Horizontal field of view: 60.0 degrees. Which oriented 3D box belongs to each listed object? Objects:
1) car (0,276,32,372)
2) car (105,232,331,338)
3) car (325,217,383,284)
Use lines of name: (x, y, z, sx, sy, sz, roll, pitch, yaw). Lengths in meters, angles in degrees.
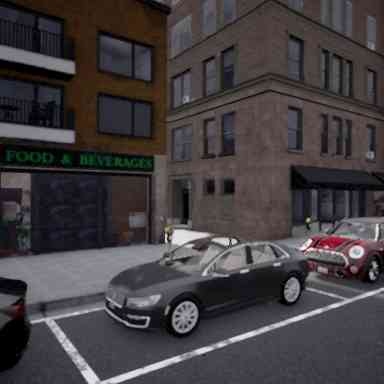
car: (-3.982, 1.557, 3.351, 4.313, 1.339, 1.947, 0, 0, -35)
car: (0.510, 1.578, 6.556, 4.403, 1.369, 2.008, 0, 0, -35)
car: (5.004, 1.506, 9.761, 4.097, 1.590, 1.967, 0, 0, -35)
